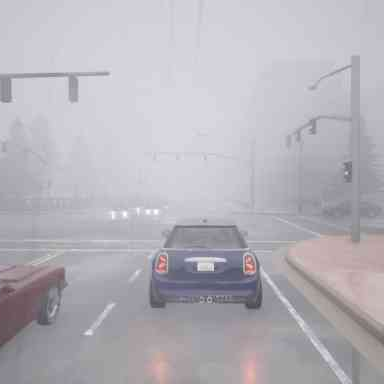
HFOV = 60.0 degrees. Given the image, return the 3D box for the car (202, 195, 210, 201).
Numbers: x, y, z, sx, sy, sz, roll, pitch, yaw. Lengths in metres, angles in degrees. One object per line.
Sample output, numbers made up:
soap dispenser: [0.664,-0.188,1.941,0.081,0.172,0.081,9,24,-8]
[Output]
car: [3.391,1.472,82.279,1.882,1.535,5.008,0,0,2]

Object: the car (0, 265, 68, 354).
car: [-3.308,1.601,4.171,1.895,1.301,4.718,0,0,2]

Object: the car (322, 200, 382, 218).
car: [14.110,1.504,29.472,4.892,1.490,1.837,0,0,4]

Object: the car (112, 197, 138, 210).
car: [-8.712,1.599,42.483,1.895,1.301,4.718,0,0,2]

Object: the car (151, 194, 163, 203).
car: [-7.502,1.353,72.030,2.097,1.767,4.553,0,0,2]

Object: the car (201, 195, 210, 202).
car: [3.064,1.546,73.575,1.994,1.385,4.181,0,0,2]

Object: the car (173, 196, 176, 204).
car: [-4.284,1.475,65.409,1.882,1.535,5.008,0,0,3]

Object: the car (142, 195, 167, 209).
car: [-5.086,1.490,45.751,2.128,1.511,4.902,0,0,2]

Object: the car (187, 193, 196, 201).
car: [-0.105,1.220,82.441,2.150,2.045,5.566,0,0,2]

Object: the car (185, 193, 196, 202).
car: [-0.471,1.517,72.710,1.812,1.442,4.674,0,0,2]

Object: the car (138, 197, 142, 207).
car: [-8.356,1.490,51.788,2.128,1.511,4.902,0,0,2]

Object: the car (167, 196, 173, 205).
car: [-4.724,1.476,55.110,1.882,1.535,5.008,0,0,2]

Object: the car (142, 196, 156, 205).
car: [-7.948,1.503,61.874,1.837,1.490,4.892,0,0,3]

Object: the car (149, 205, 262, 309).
car: [0.303,1.352,8.045,2.097,1.767,4.553,0,0,2]
